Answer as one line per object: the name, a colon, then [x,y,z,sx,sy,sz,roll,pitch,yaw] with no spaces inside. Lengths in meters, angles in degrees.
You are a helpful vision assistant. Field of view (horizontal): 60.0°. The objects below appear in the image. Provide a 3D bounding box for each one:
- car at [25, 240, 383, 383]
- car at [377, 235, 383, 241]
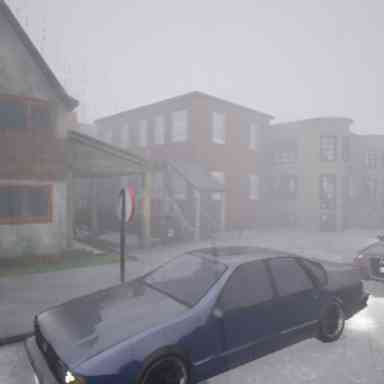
car: [0.560,1.578,5.003,5.357,1.411,2.033,1,0,-35]
car: [6.121,1.659,8.857,4.181,1.385,1.994,1,0,-36]
